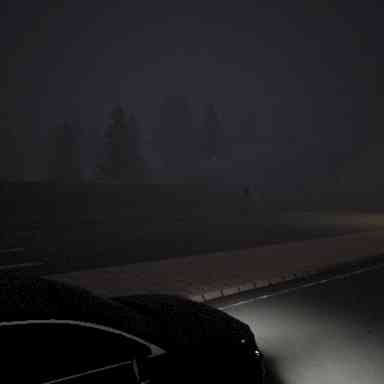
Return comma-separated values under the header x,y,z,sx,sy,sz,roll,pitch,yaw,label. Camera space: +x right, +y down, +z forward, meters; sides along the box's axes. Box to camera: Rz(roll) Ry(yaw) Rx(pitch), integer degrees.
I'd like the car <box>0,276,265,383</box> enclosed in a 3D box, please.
x,y,z,sx,sy,sz,roll,pitch,yaw,label
-1.504,1.503,2.673,4.892,1.490,1.837,1,0,-36,car
